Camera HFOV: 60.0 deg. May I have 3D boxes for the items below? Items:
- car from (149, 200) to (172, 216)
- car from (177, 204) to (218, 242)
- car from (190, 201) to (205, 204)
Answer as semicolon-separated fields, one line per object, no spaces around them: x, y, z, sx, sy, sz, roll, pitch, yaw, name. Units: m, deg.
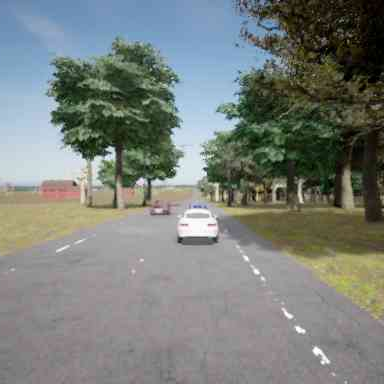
-3.076;1.546;33.271;1.812;1.442;4.674;0;0;1;car
0.275;1.533;16.177;1.812;1.442;4.674;0;0;1;car
0.574;1.637;36.549;1.895;1.301;4.718;0;0;1;car
